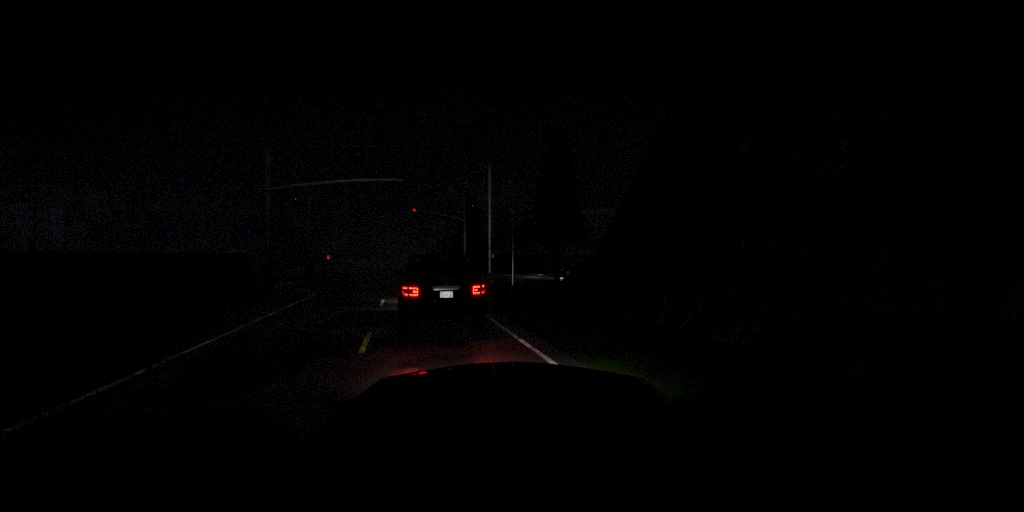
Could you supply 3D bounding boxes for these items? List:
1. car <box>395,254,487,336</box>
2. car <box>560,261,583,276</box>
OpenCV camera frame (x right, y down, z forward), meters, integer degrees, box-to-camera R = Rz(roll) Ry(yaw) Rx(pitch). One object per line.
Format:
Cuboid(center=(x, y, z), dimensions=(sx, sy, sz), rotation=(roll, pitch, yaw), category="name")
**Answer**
Cuboid(center=(-2.256, 0.971, 10.740), dimensions=(2.150, 2.045, 5.566), rotation=(0, 0, -17), category="car")
Cuboid(center=(6.571, 1.228, 35.306), dimensions=(5.008, 1.535, 1.882), rotation=(0, 0, -19), category="car")
